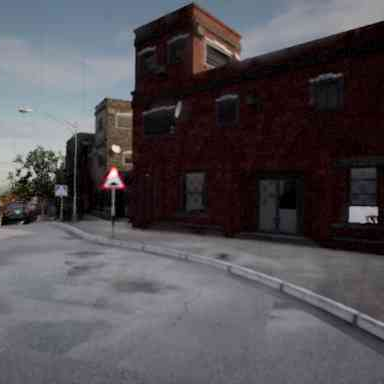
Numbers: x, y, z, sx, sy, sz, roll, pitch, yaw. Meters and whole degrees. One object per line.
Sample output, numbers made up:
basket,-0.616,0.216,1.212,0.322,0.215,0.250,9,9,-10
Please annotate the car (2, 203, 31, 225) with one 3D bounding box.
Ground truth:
car,-16.751,2.131,31.752,2.150,2.045,5.566,0,-5,-30

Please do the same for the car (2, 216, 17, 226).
car,-28.117,4.478,51.176,1.812,1.442,4.674,0,-5,-30

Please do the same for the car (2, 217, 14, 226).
car,-33.174,5.324,59.859,1.882,1.535,5.008,0,-5,-30
